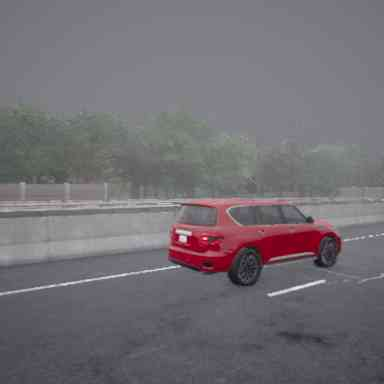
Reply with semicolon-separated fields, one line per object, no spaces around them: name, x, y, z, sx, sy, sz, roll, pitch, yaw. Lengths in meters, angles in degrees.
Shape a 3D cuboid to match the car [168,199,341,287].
car;1.967;1.216;9.567;5.566;2.045;2.150;0;0;-35
